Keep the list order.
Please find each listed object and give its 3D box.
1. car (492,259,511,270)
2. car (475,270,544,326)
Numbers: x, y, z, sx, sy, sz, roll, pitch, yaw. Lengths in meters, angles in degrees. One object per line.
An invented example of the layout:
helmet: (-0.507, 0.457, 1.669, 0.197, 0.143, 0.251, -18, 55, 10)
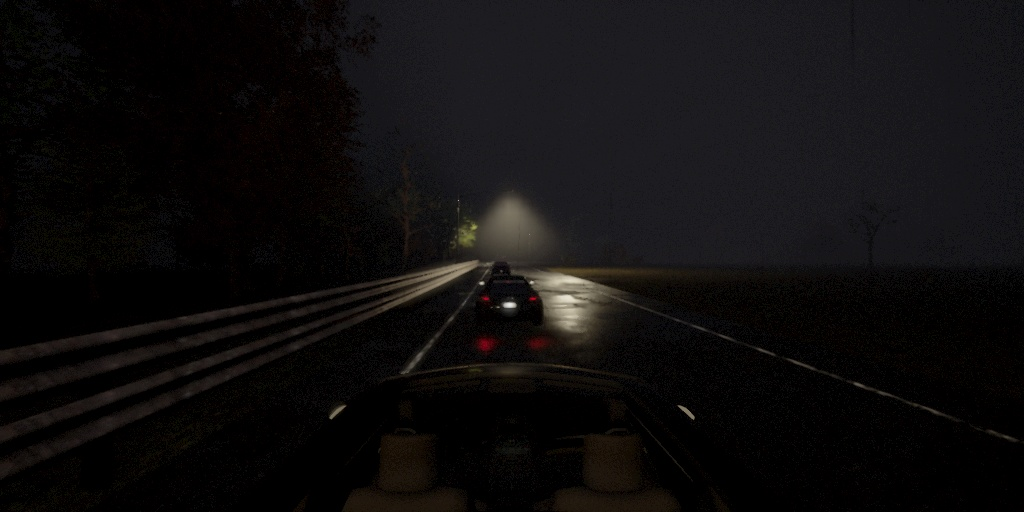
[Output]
car: (-1.079, 1.269, 36.472, 1.812, 1.442, 4.674, 0, 0, -2)
car: (-0.135, 1.316, 11.751, 1.994, 1.385, 4.181, 0, 0, -2)
